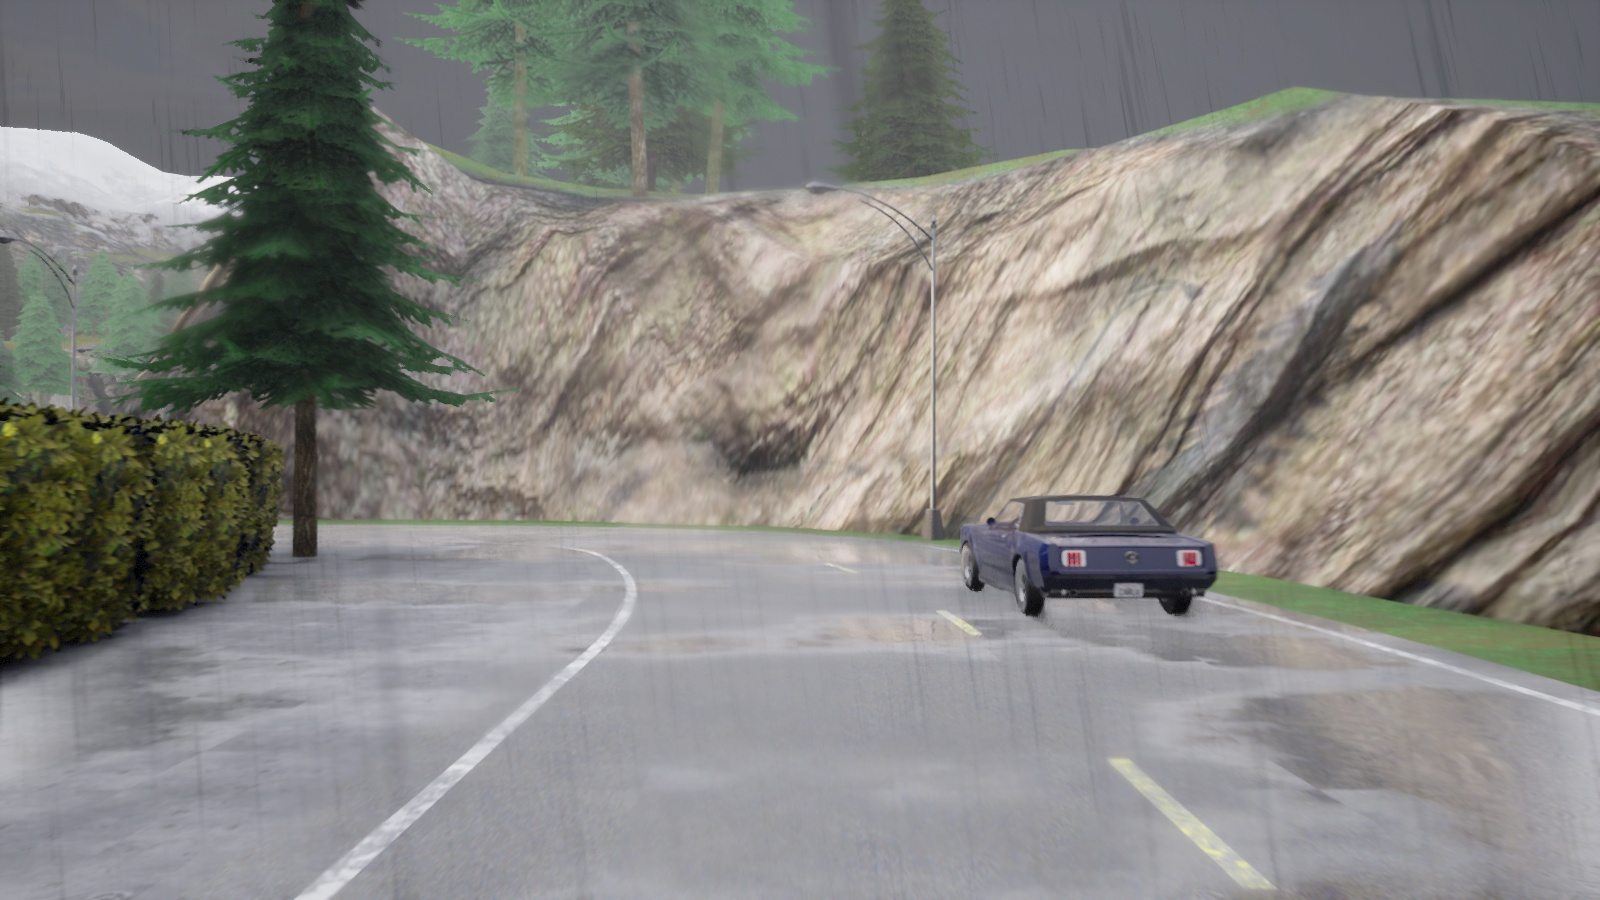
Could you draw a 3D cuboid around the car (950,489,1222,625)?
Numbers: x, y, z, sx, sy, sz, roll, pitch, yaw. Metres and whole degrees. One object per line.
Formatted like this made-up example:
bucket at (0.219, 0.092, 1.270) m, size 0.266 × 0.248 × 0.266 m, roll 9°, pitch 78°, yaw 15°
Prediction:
car at (3.206, 1.156, 15.161) m, size 1.895 × 1.301 × 4.718 m, roll 0°, pitch -1°, yaw -4°
